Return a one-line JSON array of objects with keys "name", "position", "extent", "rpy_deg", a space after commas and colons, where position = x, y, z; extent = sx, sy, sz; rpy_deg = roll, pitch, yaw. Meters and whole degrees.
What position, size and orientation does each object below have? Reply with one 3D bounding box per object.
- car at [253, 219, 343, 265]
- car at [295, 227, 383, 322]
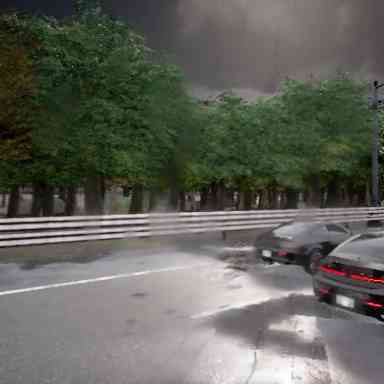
[{"name": "car", "position": [4.031, 1.603, 10.758], "extent": [4.674, 1.442, 1.812], "rpy_deg": [1, 0, -34]}, {"name": "car", "position": [4.510, 1.570, 6.835], "extent": [4.892, 1.490, 1.837], "rpy_deg": [1, 0, -34]}]
